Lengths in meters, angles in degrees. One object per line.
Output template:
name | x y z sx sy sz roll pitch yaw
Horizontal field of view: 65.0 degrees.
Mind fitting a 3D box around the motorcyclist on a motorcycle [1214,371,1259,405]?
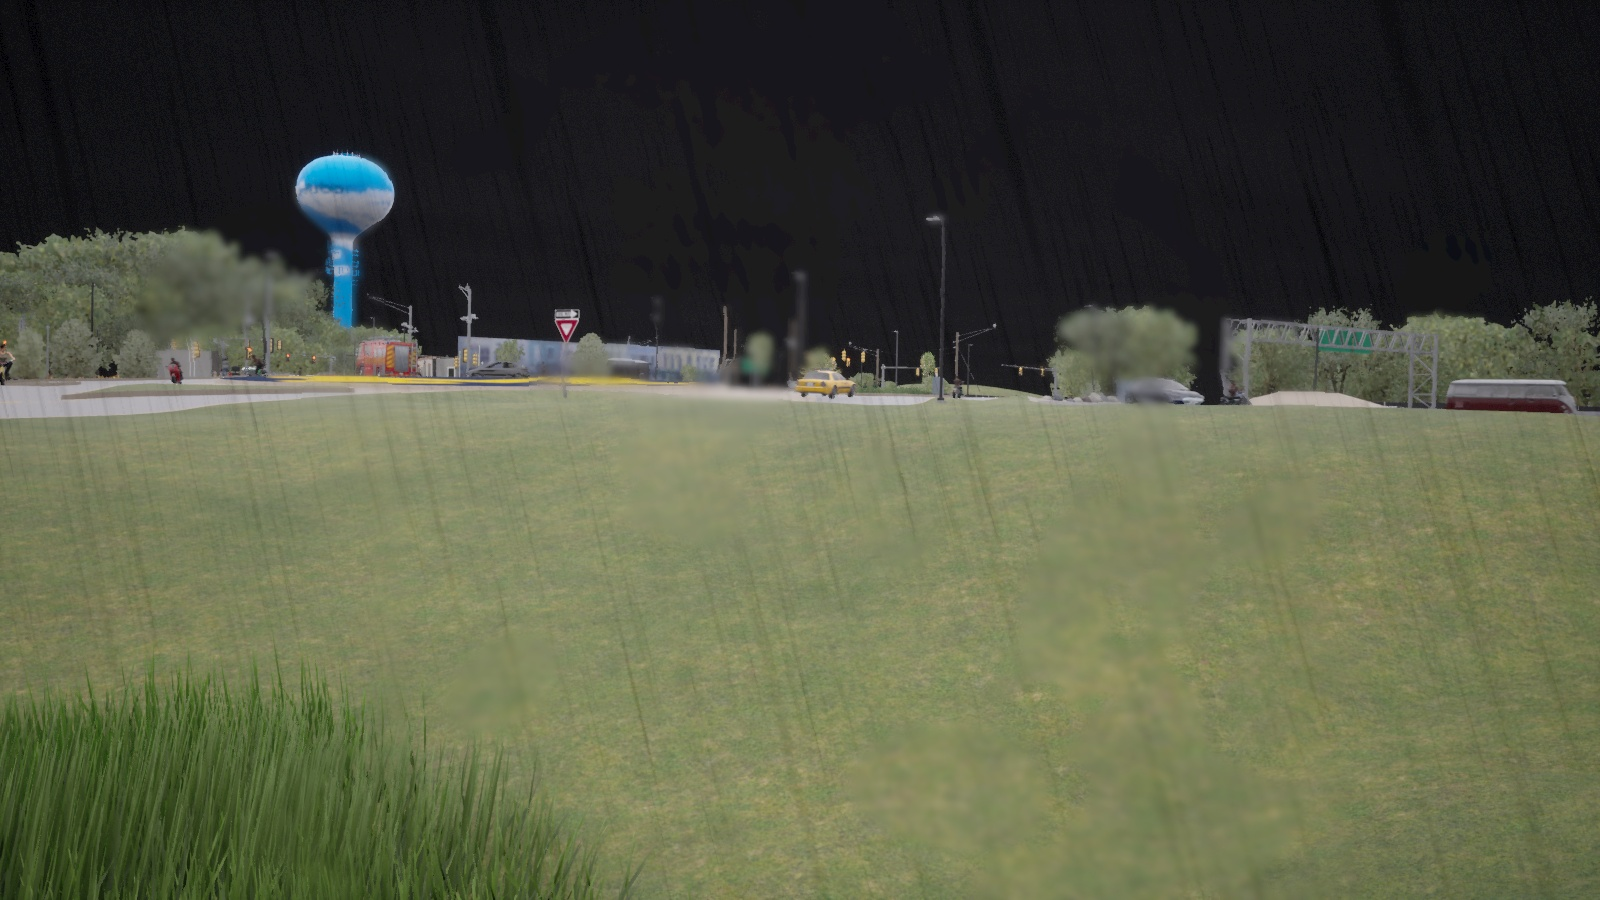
motorcyclist on a motorcycle | 21.806 -3.092 62.824 0.766 1.649 2.350 -1 4 -20

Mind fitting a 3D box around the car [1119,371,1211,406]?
car | 18.151 -3.103 62.632 2.033 1.649 4.856 -1 4 -17

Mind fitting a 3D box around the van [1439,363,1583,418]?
van | 27.255 -2.306 48.245 1.775 1.987 4.442 -5 6 -43

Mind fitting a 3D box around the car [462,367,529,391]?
car | -20.669 -4.832 85.459 4.193 1.474 1.816 -1 1 -6

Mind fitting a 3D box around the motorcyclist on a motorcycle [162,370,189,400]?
motorcyclist on a motorcycle | -33.235 -3.455 66.838 0.797 1.523 2.044 -7 5 -16

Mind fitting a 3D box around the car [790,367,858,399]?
car | 1.355 -3.627 67.294 1.801 1.575 5.366 3 5 22
